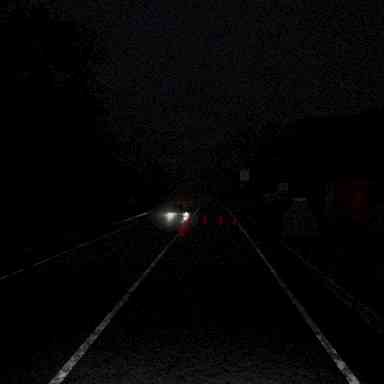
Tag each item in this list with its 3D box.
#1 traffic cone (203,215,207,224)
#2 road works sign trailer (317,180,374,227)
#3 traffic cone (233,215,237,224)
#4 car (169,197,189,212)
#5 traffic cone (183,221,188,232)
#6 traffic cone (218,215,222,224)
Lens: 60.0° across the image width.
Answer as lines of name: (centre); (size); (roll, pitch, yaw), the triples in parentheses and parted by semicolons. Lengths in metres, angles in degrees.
traffic cone: (0.900, 1.853, 22.261); (0.340, 0.580, 0.340); (0, 0, 4)
road works sign trailer: (7.918, 0.514, 18.570); (3.560, 2.380, 2.880); (-5, 7, -42)
traffic cone: (2.863, 1.862, 22.261); (0.340, 0.580, 0.340); (0, 0, 10)
car: (-1.315, 1.295, 35.998); (1.882, 1.535, 5.008); (0, 0, 3)
traffic cone: (-0.496, 1.877, 16.348); (0.340, 0.580, 0.340); (0, 0, 4)
traffic cone: (1.890, 1.858, 22.194); (0.340, 0.580, 0.340); (0, 0, 4)
